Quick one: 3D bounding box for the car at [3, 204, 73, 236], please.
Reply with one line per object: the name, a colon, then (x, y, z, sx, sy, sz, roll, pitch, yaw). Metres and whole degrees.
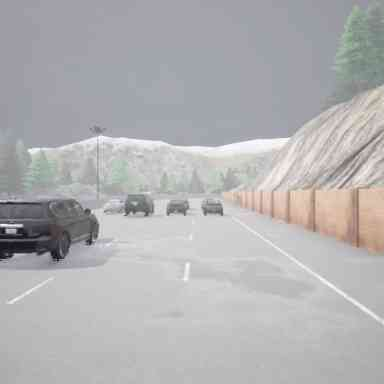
car: (-8.659, 1.532, 19.233, 1.812, 1.442, 4.674, 0, 0, 1)

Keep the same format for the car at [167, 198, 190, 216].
car: (-1.466, 1.515, 32.981, 1.837, 1.490, 4.892, 0, 0, 0)

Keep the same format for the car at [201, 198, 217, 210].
car: (2.174, 1.539, 43.255, 1.812, 1.442, 4.674, 0, 0, 1)

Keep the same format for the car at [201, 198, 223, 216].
car: (2.032, 1.502, 32.808, 2.128, 1.511, 4.902, 0, 0, 1)

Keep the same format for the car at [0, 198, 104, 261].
car: (-5.252, 1.228, 12.463, 2.150, 2.045, 5.566, 0, 0, 1)

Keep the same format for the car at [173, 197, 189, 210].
car: (-1.323, 1.491, 43.426, 1.882, 1.535, 5.008, 0, 0, 1)

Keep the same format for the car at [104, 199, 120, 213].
car: (-8.420, 1.538, 36.693, 1.812, 1.442, 4.674, 0, 0, 1)

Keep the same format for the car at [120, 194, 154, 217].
car: (-4.980, 1.226, 31.992, 2.150, 2.045, 5.566, 0, -1, 1)
